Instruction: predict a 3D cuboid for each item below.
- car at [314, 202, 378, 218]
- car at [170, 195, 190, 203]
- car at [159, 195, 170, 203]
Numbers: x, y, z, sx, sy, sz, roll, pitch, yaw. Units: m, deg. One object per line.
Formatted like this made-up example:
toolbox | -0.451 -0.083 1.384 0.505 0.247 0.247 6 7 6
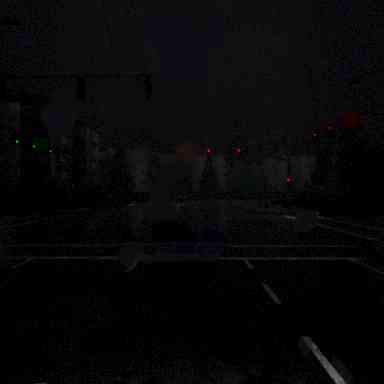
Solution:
car | 12.969 1.520 28.343 4.718 1.301 1.895 0 0 1
car | -1.848 1.294 62.034 1.882 1.535 5.008 0 0 16
car | -4.808 1.286 64.514 1.882 1.535 5.008 0 0 17
